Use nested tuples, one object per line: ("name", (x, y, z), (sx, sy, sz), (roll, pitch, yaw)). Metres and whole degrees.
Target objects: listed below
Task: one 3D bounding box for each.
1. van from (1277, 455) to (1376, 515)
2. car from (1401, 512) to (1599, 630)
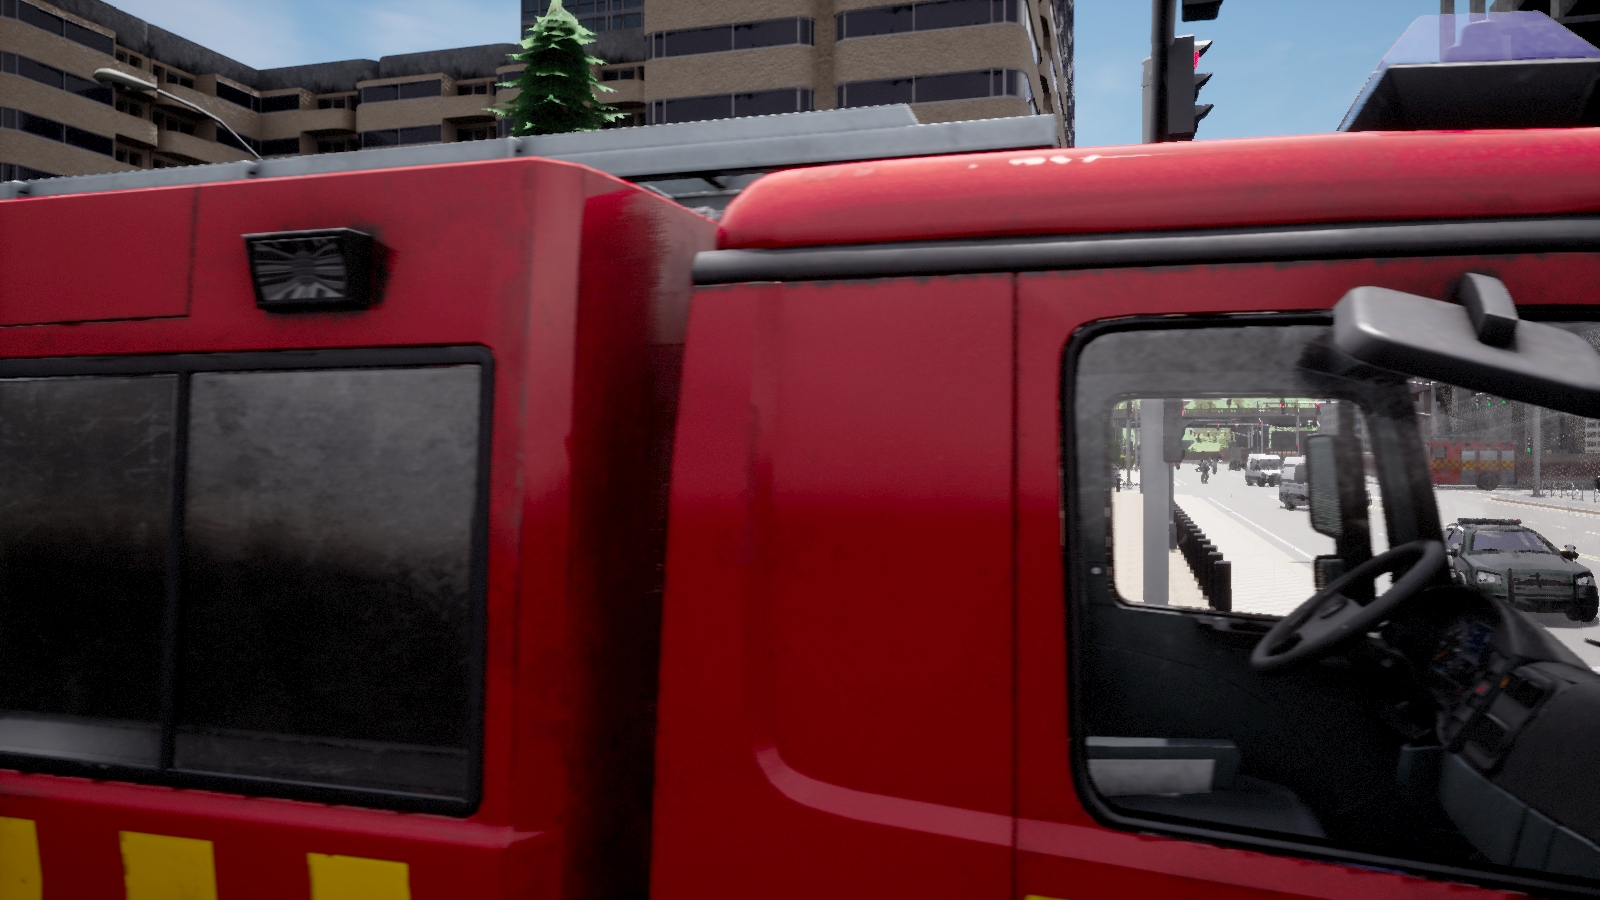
("van", (24.078, 1.537, 52.490), (1.988, 2.561, 5.915), (0, 0, 2))
("car", (12.484, 2.038, 20.491), (2.038, 1.542, 4.974), (0, 0, 16))
